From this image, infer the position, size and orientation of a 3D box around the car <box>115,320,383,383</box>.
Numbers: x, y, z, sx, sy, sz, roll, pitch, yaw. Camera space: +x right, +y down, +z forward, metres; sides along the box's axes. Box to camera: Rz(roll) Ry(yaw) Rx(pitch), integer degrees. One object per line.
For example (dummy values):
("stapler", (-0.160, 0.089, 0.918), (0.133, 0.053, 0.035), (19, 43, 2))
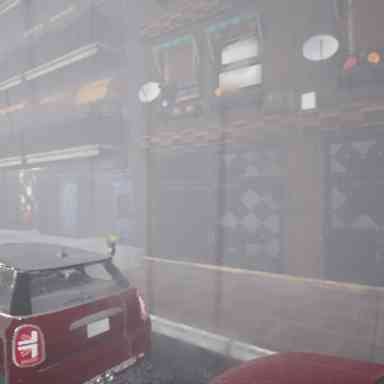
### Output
("car", (1.952, 1.550, 1.353), (4.507, 1.381, 1.887), (0, -1, 35))

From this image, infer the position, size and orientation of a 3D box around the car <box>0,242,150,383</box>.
("car", (-2.548, 1.415, 4.570), (4.097, 1.590, 1.967), (0, -1, 35))
